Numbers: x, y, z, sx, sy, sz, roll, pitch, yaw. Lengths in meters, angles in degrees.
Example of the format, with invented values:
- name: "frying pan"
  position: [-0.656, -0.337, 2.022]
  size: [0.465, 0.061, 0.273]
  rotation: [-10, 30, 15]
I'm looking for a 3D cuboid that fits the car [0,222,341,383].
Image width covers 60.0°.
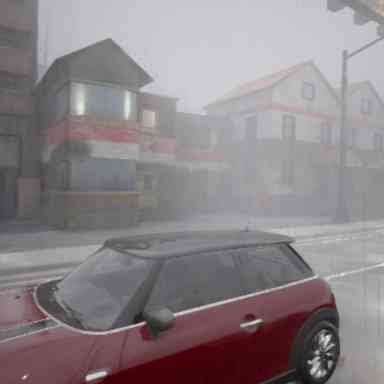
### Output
- name: "car"
  position: [-0.440, 1.283, 3.670]
  size: [4.553, 1.767, 2.097]
  rotation: [0, 1, -34]
